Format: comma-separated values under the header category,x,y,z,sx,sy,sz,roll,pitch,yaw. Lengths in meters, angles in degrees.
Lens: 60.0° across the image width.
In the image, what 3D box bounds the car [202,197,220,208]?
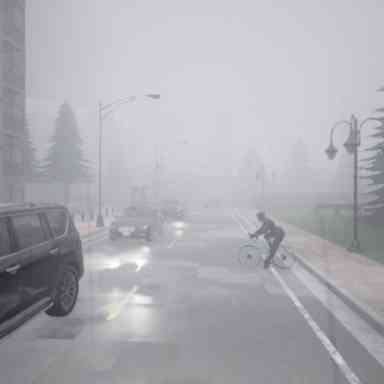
category,x,y,z,sx,sy,sz,roll,pitch,yaw
car,2.667,1.428,46.574,2.128,1.511,4.902,0,0,-8

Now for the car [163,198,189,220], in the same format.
category,x,y,z,sx,sy,sz,roll,pitch,yaw
car,-1.660,1.308,27.468,2.097,1.767,4.553,0,1,4

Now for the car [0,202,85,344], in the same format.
category,x,y,z,sx,sy,sz,roll,pitch,yaw
car,-3.390,1.214,4.575,2.150,2.045,5.566,0,0,4

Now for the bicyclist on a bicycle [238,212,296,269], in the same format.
category,x,y,z,sx,sy,sz,roll,pitch,yaw
bicyclist on a bicycle,2.126,1.401,9.497,1.656,1.620,0.582,0,0,4

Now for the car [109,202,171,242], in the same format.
category,x,y,z,sx,sy,sz,roll,pitch,yaw
car,-2.555,1.466,16.239,2.128,1.511,4.902,0,0,4

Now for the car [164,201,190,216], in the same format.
category,x,y,z,sx,sy,sz,roll,pitch,yaw
car,-1.393,1.559,32.051,1.895,1.301,4.718,0,-1,5
